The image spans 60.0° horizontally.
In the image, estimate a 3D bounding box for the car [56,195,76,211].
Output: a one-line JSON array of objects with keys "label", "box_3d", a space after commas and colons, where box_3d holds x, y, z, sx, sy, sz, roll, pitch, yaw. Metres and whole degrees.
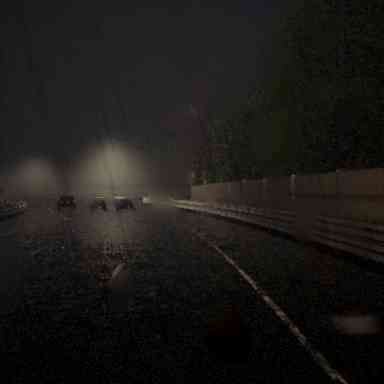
[{"label": "car", "box_3d": [-17.014, 1.404, 44.953, 2.150, 2.045, 5.566, 0, 0, -26]}]

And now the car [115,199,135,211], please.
[{"label": "car", "box_3d": [-8.805, 1.619, 43.531, 1.812, 1.442, 4.674, 0, 0, -22]}]

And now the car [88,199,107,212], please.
[{"label": "car", "box_3d": [-11.852, 1.632, 41.742, 1.837, 1.490, 4.892, 0, 0, -22]}]
